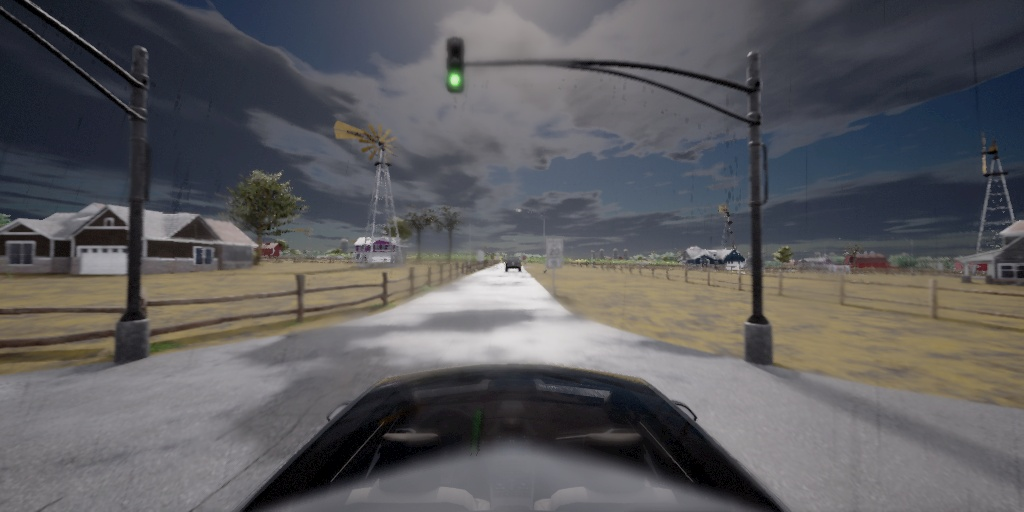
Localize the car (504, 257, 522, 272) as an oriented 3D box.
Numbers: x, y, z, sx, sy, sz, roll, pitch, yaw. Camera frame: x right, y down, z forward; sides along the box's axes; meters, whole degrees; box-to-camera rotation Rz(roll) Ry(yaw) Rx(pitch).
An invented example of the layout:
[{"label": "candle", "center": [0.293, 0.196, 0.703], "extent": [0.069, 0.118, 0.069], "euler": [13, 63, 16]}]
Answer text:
[{"label": "car", "center": [0.160, 1.097, 48.661], "extent": [2.150, 2.045, 5.566], "euler": [0, 0, 0]}]
